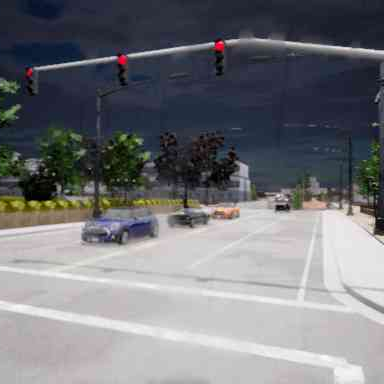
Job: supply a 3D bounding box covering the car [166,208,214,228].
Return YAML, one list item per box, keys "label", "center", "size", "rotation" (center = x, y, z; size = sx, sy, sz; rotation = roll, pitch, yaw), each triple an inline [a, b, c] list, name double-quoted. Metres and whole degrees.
- label: "car"
  center: [-0.184, 1.934, 25.162]
  size: [1.895, 1.301, 4.718]
  rotation: [1, -1, 21]

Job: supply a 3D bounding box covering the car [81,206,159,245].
- label: "car"
  center: [-3.468, 1.548, 16.736]
  size: [2.097, 1.767, 4.553]
  rotation: [1, -1, 21]

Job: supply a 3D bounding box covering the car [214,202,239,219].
- label: "car"
  center: [3.455, 1.837, 34.444]
  size: [2.097, 1.767, 4.553]
  rotation: [1, -1, 21]

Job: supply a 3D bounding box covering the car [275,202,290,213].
- label: "car"
  center: [14.013, 2.342, 51.388]
  size: [1.882, 1.535, 5.008]
  rotation: [0, -2, 21]
